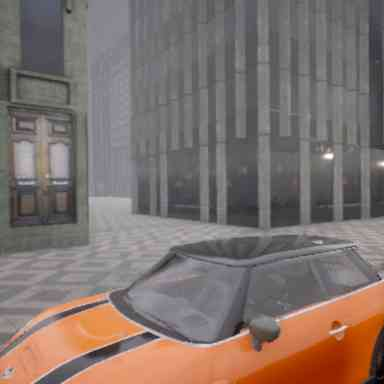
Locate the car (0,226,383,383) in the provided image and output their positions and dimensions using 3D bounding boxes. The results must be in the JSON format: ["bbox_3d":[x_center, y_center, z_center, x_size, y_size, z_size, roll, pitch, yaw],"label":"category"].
[{"bbox_3d":[0.346,1.347,3.590,4.553,1.767,2.097,0,0,-35],"label":"car"}]
